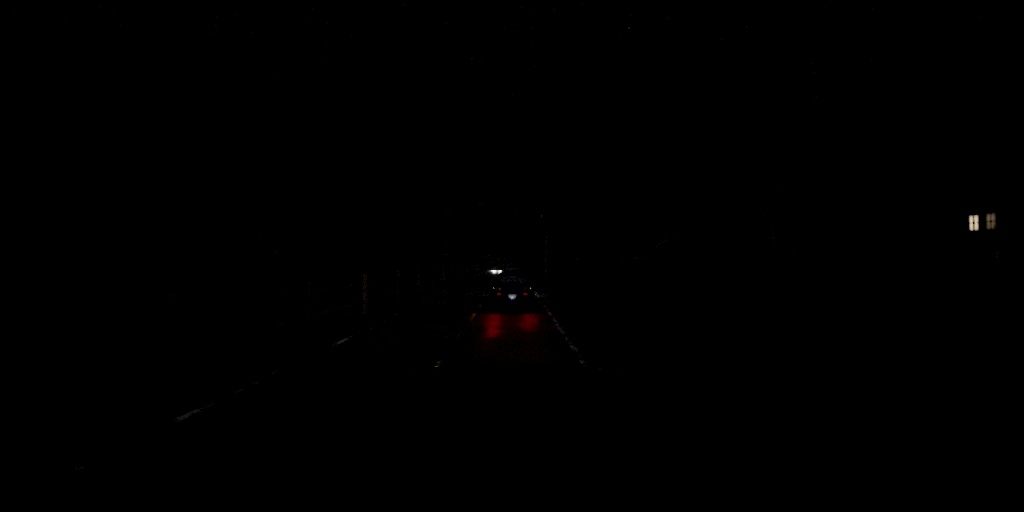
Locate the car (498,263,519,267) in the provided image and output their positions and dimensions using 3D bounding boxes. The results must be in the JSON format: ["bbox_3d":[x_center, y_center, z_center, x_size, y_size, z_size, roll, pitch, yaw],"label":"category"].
[{"bbox_3d":[0.029,1.560,31.247,1.812,1.442,4.674,0,0,0],"label":"car"}]

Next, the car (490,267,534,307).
[{"bbox_3d":[0.016,1.415,16.232,1.812,1.442,4.674,0,0,0],"label":"car"}]
